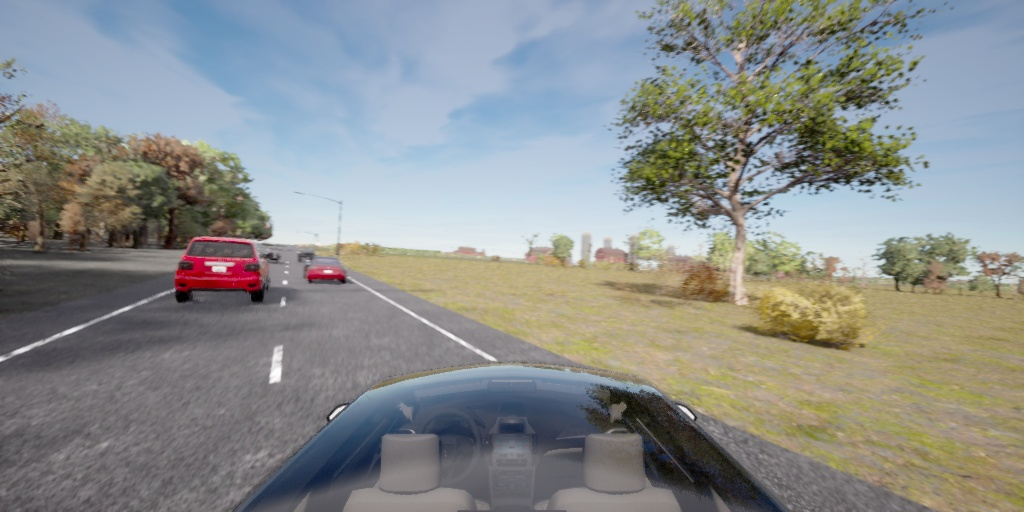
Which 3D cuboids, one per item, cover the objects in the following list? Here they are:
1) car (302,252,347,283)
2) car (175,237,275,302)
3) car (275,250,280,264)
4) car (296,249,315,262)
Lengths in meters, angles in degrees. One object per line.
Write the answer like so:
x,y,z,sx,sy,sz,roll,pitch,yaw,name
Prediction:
-10.713,0.725,20.550,1.994,1.385,4.181,4,0,-32,car
-9.993,0.398,12.787,2.150,2.045,5.566,4,0,-32,car
-23.845,0.007,35.125,1.895,1.301,4.718,4,0,-32,car
-23.760,-0.061,41.635,1.837,1.490,4.892,4,0,-32,car
